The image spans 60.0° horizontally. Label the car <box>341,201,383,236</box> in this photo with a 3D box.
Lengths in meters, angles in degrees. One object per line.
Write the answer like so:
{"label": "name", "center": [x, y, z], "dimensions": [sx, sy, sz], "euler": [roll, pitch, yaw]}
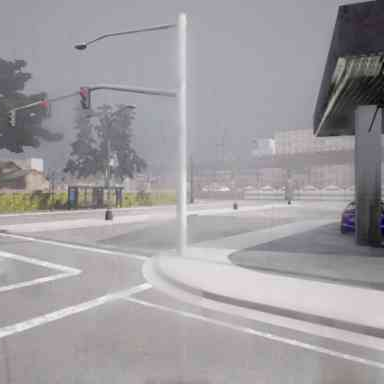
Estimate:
{"label": "car", "center": [9.458, 1.295, 17.721], "dimensions": [2.242, 1.667, 4.611], "euler": [0, 0, 37]}
